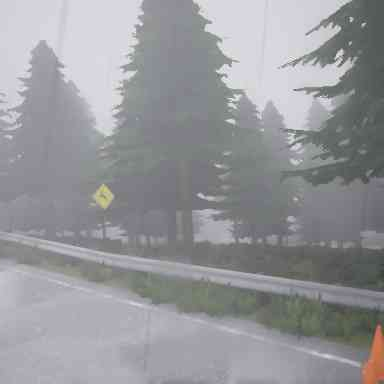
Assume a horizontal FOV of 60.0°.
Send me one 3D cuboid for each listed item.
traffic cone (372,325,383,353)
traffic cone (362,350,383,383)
[{"bbox_3d":[2.322,1.956,4.124,0.340,0.580,0.340,0,0,34],"label":"traffic cone"},{"bbox_3d":[1.775,1.956,3.289,0.340,0.580,0.340,0,0,34],"label":"traffic cone"}]
